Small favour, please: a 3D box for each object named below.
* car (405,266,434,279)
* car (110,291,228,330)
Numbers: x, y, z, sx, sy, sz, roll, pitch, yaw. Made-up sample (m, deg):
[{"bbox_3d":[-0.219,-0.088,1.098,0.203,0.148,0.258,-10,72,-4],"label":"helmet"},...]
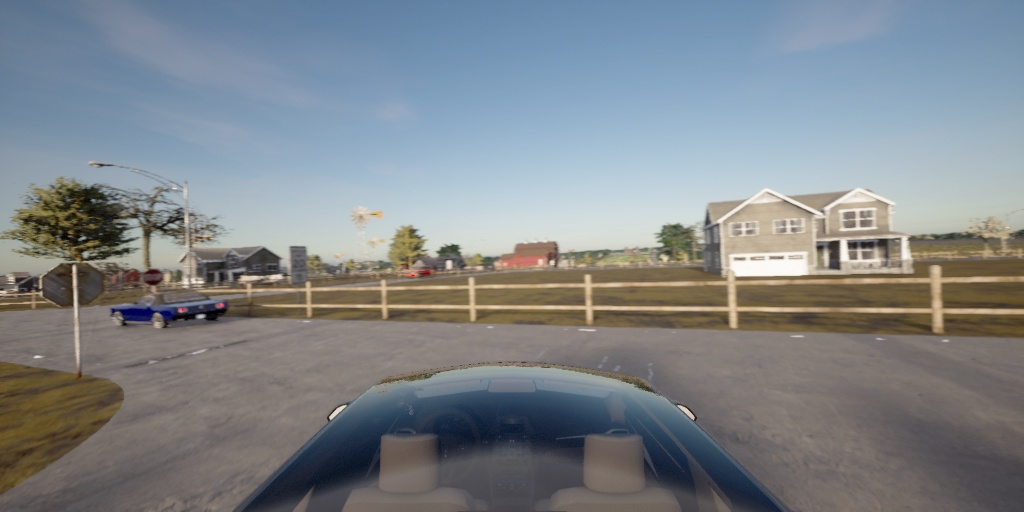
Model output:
[{"bbox_3d":[-15.083,2.656,58.697,2.150,2.045,5.566,-3,-1,22],"label":"car"},{"bbox_3d":[-13.957,2.119,14.548,4.718,1.301,1.895,-3,0,22],"label":"car"}]
